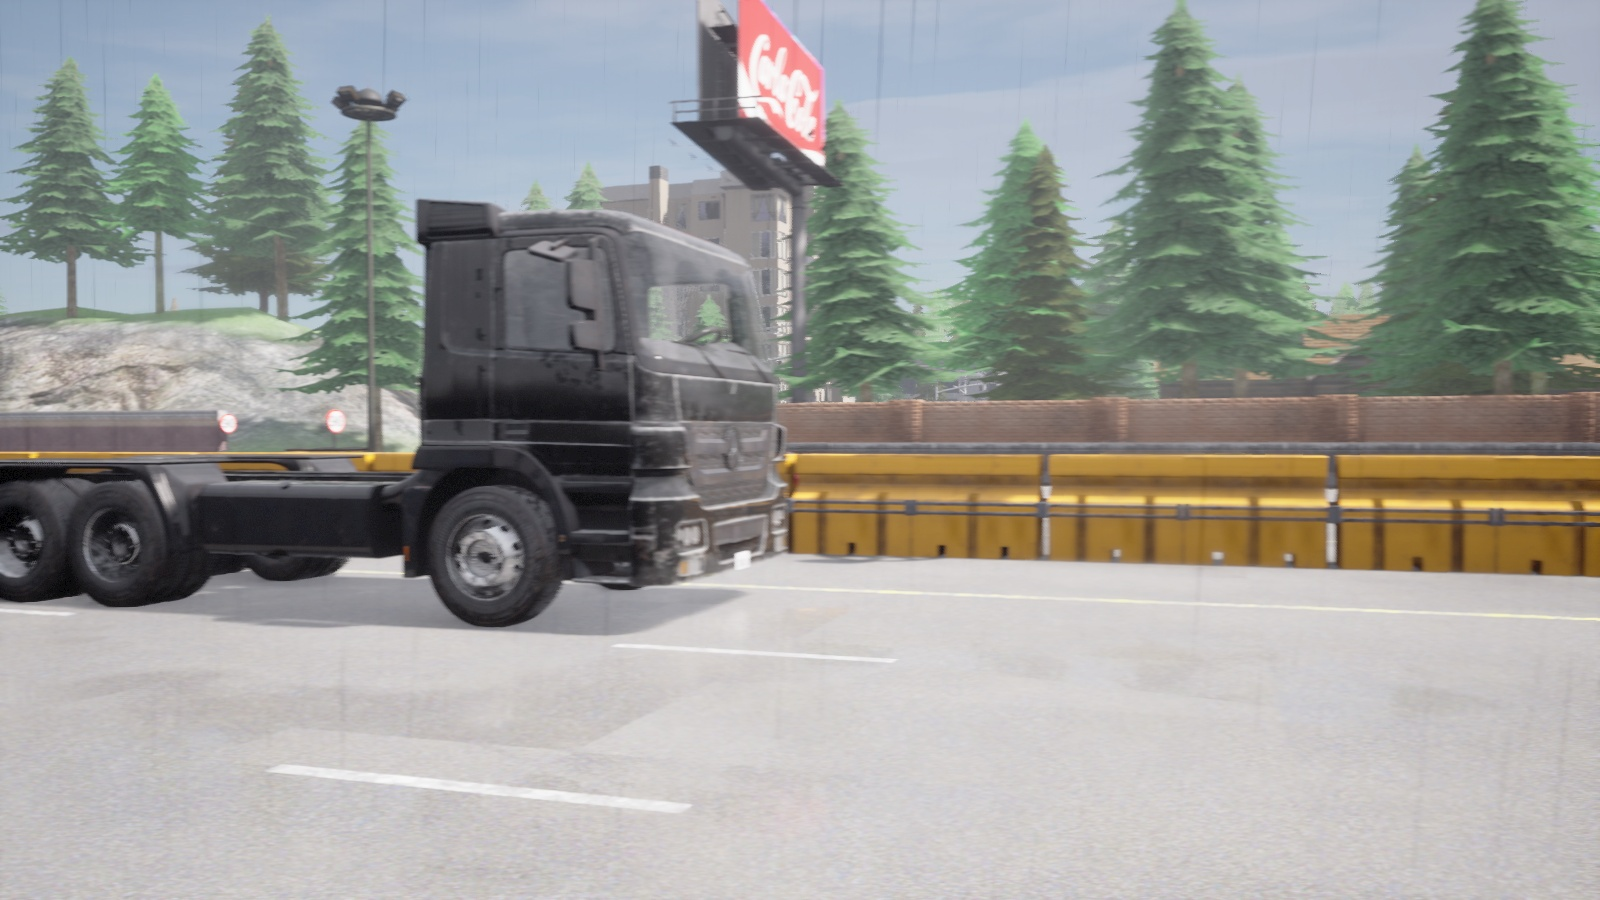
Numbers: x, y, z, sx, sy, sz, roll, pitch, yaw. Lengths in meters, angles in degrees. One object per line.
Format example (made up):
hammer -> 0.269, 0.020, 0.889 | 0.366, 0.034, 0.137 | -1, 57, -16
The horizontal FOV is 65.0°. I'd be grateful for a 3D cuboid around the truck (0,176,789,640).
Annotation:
truck -> -4.338, -0.365, 12.012 | 7.936, 3.462, 2.891 | 1, 1, 19
